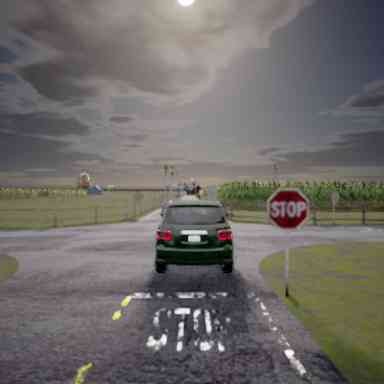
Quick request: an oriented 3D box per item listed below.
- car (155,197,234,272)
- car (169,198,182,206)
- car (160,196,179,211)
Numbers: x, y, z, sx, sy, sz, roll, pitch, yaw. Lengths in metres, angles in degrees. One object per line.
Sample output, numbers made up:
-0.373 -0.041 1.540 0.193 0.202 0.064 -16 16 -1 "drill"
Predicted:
0.072 1.262 11.025 2.150 2.045 5.566 0 0 0 "car"
-2.809 1.719 58.437 2.033 1.411 5.357 0 0 1 "car"
-2.843 1.487 43.206 2.097 1.767 4.553 0 0 0 "car"
